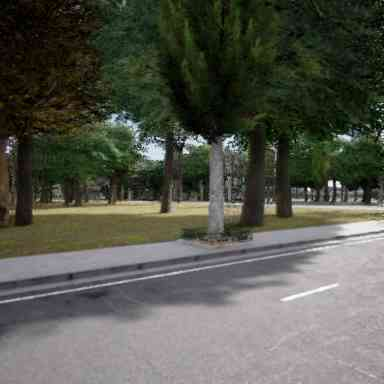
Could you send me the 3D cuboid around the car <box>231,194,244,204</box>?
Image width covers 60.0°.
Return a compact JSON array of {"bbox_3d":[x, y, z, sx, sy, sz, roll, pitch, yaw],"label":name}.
[{"bbox_3d":[10.622,1.549,70.735,2.150,2.045,5.566,1,-1,-36],"label":"car"}]
